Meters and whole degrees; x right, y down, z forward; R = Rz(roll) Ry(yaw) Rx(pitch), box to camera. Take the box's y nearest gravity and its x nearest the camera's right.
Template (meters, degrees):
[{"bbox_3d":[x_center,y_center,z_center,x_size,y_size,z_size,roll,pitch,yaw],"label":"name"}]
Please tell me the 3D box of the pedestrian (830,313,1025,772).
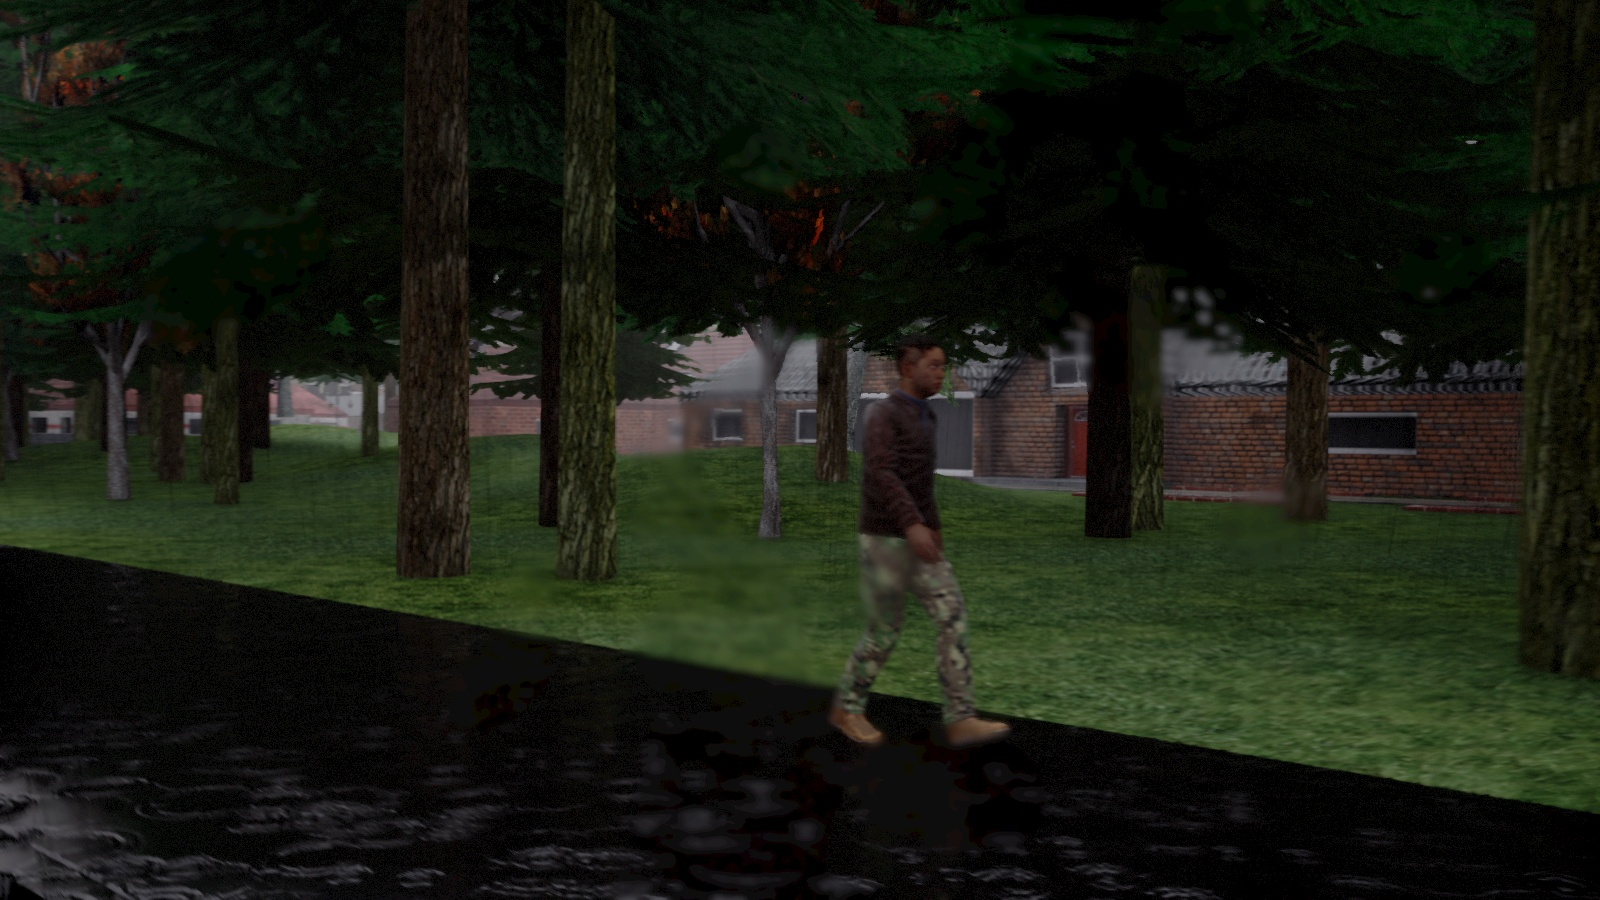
[{"bbox_3d":[0.548,0.368,5.422,0.703,1.840,0.431,0,1,39],"label":"pedestrian"}]
